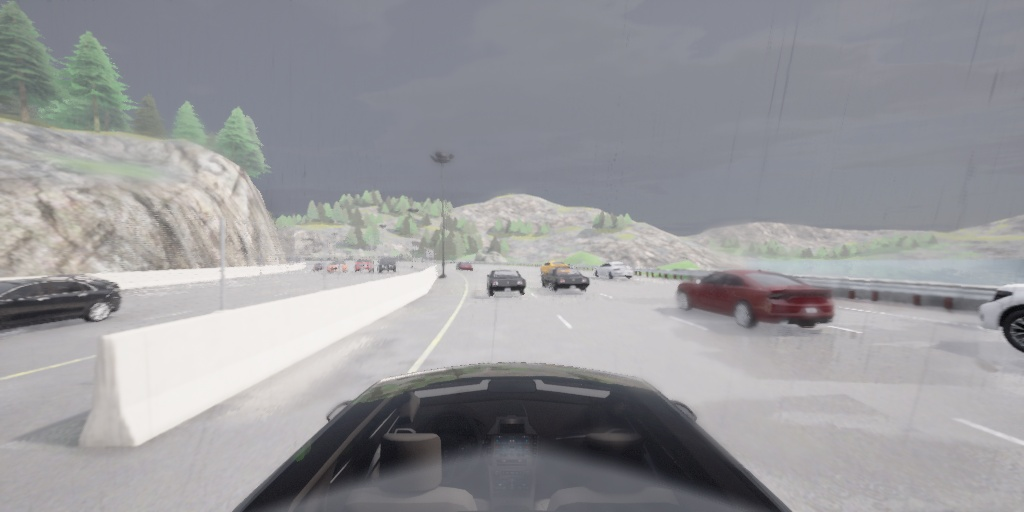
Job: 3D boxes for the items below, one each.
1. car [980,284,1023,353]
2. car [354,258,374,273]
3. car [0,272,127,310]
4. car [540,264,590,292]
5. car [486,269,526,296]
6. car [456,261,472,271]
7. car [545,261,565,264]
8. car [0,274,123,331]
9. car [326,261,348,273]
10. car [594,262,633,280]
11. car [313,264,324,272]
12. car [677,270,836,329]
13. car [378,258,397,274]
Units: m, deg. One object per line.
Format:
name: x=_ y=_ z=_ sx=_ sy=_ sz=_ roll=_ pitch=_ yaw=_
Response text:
car: x=10.861 y=0.848 z=4.977 sx=2.150 sy=2.045 sz=5.566 roll=0 pitch=0 yaw=-2
car: x=-21.349 y=1.302 z=51.838 sx=2.150 sy=2.045 sz=5.566 roll=-1 pitch=0 yaw=-16
car: x=-21.822 y=1.597 z=17.404 sx=1.994 sy=1.385 sz=4.181 roll=-1 pitch=0 yaw=-6
car: x=2.953 y=1.346 z=21.083 sx=1.895 sy=1.301 sz=4.718 roll=-1 pitch=0 yaw=-6
car: x=-0.459 y=1.385 z=20.035 sx=1.895 sy=1.301 sz=4.718 roll=-1 pitch=0 yaw=-6
car: x=-7.383 y=1.483 z=54.818 sx=1.994 sy=1.385 sz=4.181 roll=0 pitch=0 yaw=-17
car: x=4.240 y=1.230 z=36.141 sx=1.882 sy=1.535 sz=5.008 roll=0 pitch=0 yaw=-11
car: x=-14.320 y=1.440 z=10.311 sx=1.837 sy=1.490 sz=4.892 roll=0 pitch=-1 yaw=-3
car: x=-24.792 y=1.472 z=51.148 sx=2.097 sy=1.767 sz=4.553 roll=-1 pitch=0 yaw=-16
car: x=8.646 y=1.218 z=30.701 sx=1.812 sy=1.442 sz=4.674 roll=0 pitch=0 yaw=-9
car: x=-30.577 y=1.752 z=57.581 sx=1.994 sy=1.385 sz=4.181 roll=-1 pitch=0 yaw=-19
car: x=7.025 y=1.159 z=11.061 sx=1.882 sy=1.535 sz=5.008 roll=0 pitch=0 yaw=-3
car: x=-16.717 y=1.239 z=48.349 sx=2.150 sy=2.045 sz=5.566 roll=-1 pitch=0 yaw=-14
